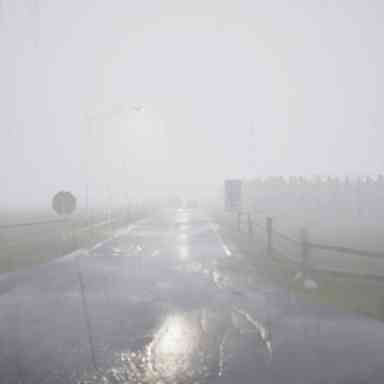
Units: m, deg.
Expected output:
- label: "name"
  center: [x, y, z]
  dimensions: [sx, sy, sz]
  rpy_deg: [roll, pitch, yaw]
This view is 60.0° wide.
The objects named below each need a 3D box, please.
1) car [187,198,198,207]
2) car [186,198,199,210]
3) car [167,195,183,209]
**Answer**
- label: "car"
  center: [0.096, 1.866, 58.344]
  dimensions: [1.837, 1.490, 4.892]
  rpy_deg: [0, 0, 0]
- label: "car"
  center: [0.080, 1.906, 48.368]
  dimensions: [1.895, 1.301, 4.718]
  rpy_deg: [0, 0, 0]
- label: "car"
  center: [-2.663, 1.547, 52.485]
  dimensions: [2.150, 2.045, 5.566]
  rpy_deg: [0, 0, 0]
